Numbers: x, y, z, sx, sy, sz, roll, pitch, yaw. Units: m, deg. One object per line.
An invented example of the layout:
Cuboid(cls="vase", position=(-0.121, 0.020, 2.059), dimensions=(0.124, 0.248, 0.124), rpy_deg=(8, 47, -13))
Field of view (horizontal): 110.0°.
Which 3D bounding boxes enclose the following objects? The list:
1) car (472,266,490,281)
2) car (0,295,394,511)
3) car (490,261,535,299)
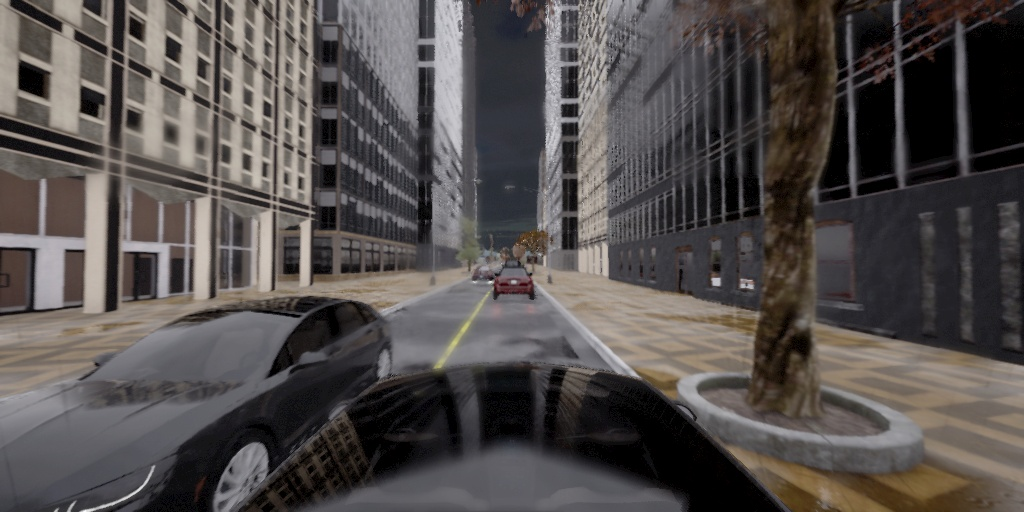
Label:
Cuboid(cls="car", position=(-2.845, 1.693, 35.730), dimensions=(1.812, 1.442, 4.674), rpy_deg=(0, -1, 0))
Cuboid(cls="car", position=(-2.848, 1.285, 4.090), dimensions=(1.837, 1.490, 4.892), rpy_deg=(0, -1, 0))
Cuboid(cls="car", position=(0.096, 1.323, 19.789), dimensions=(2.097, 1.767, 4.553), rpy_deg=(0, -1, 0))
